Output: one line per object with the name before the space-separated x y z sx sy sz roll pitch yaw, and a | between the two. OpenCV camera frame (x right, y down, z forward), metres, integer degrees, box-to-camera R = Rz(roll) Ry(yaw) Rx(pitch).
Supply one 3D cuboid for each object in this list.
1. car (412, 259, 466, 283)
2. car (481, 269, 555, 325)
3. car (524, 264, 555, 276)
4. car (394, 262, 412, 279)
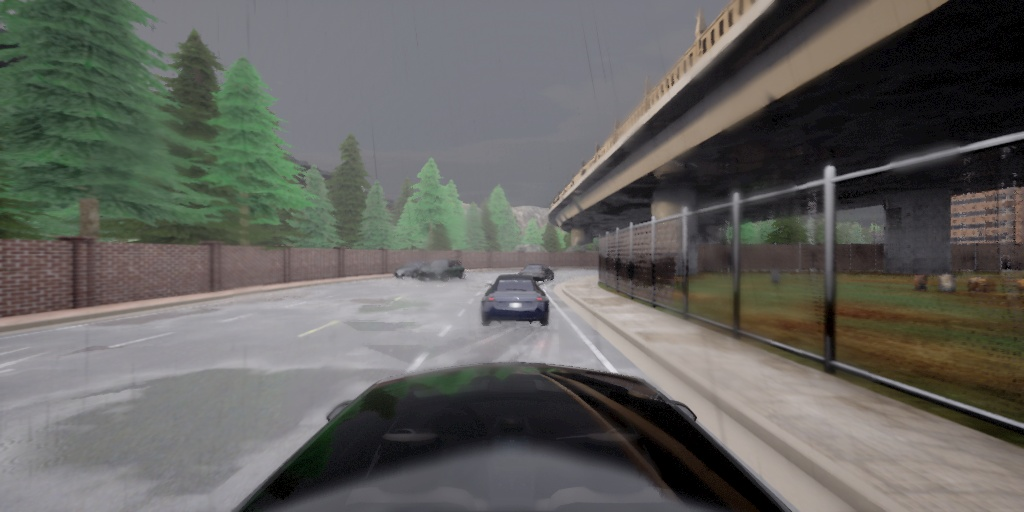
car | -5.346 1.044 27.638 2.097 1.767 4.553 0 0 18
car | 0.102 1.292 11.663 1.994 1.385 4.181 0 0 0
car | 1.951 1.257 27.183 1.994 1.385 4.181 0 0 18
car | -8.035 1.176 30.650 2.128 1.511 4.902 0 0 21
